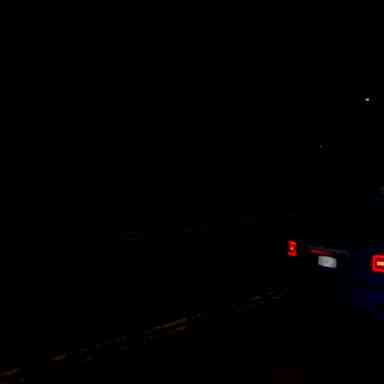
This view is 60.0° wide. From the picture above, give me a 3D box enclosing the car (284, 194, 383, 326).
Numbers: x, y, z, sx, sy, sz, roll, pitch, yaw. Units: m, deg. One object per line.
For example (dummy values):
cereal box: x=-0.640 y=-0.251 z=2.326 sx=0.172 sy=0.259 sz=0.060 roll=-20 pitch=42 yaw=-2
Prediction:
car: x=4.166 y=1.041 z=6.502 sx=5.566 sy=2.045 sz=2.150 roll=-2 pitch=1 yaw=-36
